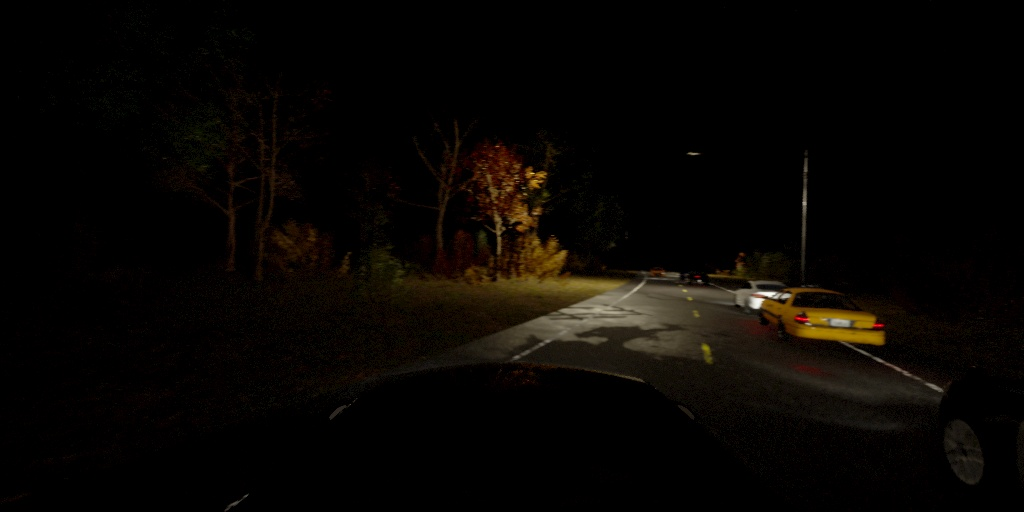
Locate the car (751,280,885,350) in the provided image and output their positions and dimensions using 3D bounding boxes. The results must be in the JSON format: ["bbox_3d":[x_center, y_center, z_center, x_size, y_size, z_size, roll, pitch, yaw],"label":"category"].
[{"bbox_3d":[8.771,1.600,10.698,1.801,1.575,5.366,2,-1,25],"label":"car"}]

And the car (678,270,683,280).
[{"bbox_3d":[23.554,2.536,48.159,1.812,1.442,4.674,2,-1,21],"label":"car"}]

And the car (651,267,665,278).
[{"bbox_3d":[22.002,2.487,54.183,1.882,1.535,5.008,2,0,20],"label":"car"}]

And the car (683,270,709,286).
[{"bbox_3d":[19.524,2.279,37.790,1.837,1.490,4.892,2,-1,23],"label":"car"}]

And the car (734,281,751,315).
[{"bbox_3d":[11.233,1.804,15.995,1.812,1.442,4.674,2,-1,25],"label":"car"}]

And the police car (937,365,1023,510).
[{"bbox_3d":[4.349,1.328,1.582,1.930,1.638,5.238,2,-1,26],"label":"police car"}]
